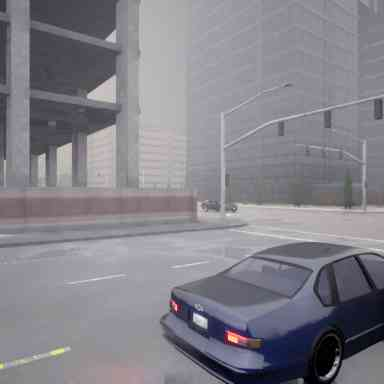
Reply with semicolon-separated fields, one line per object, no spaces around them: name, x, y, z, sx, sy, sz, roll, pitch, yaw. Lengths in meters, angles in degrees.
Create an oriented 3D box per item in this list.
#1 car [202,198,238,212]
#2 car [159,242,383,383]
car;3.074;1.505;37.408;1.837;1.490;4.892;0;0;-36
car;2.149;1.547;5.324;5.357;1.411;2.033;0;0;-35
